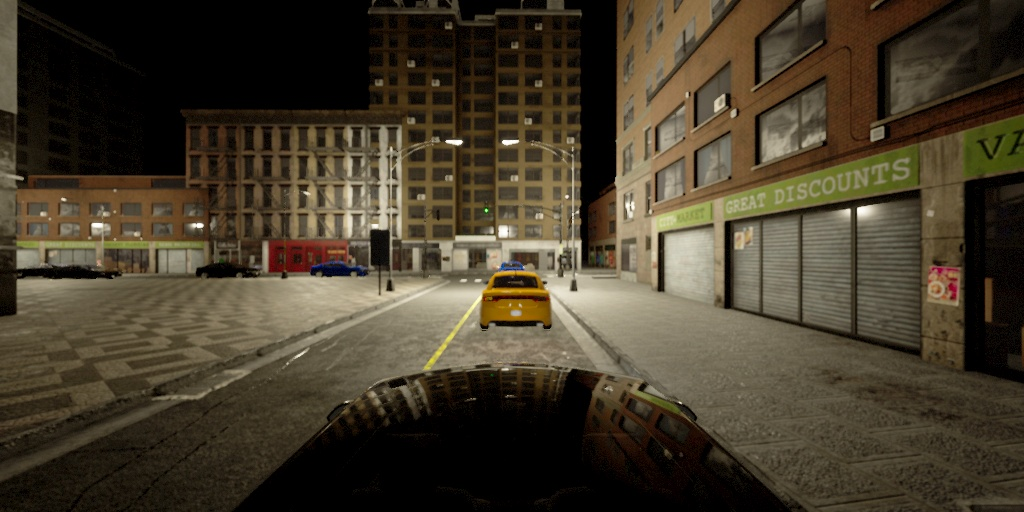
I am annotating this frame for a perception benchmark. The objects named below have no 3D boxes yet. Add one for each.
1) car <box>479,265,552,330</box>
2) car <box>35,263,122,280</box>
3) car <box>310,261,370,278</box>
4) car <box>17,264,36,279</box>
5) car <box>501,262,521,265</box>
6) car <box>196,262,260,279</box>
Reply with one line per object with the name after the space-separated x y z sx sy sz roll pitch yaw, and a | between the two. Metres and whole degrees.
0.105 1.201 11.044 1.882 1.535 5.008 0 0 0 | car
-38.436 1.467 32.123 5.357 1.411 2.033 0 0 -1 | car
-15.501 1.246 32.397 5.008 1.535 1.882 0 0 0 | car
-45.637 1.453 35.178 4.902 1.511 2.128 0 0 0 | car
-0.101 1.153 25.897 1.882 1.535 5.008 0 0 -3 | car
-25.474 1.317 32.271 5.008 1.535 1.882 0 0 -1 | car
